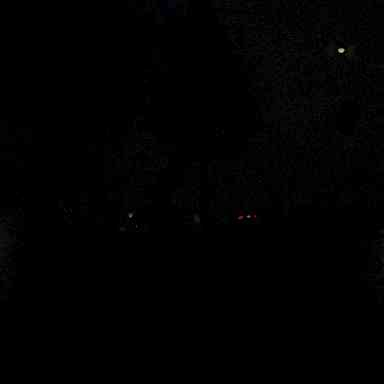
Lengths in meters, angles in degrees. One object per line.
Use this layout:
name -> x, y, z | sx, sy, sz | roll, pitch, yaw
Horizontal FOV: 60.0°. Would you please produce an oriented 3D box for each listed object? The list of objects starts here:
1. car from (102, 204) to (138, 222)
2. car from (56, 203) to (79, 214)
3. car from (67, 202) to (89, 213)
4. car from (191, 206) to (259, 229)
car -> -6.547, 1.808, 29.799 | 2.128, 1.511, 4.902 | -1, -1, -35
car -> -16.894, 2.213, 44.686 | 1.837, 1.490, 4.892 | -1, -1, -35
car -> -17.163, 2.300, 50.025 | 1.994, 1.385, 4.181 | -1, -1, -35
car -> 2.073, 1.630, 22.660 | 2.033, 1.411, 5.357 | -1, -1, -35
